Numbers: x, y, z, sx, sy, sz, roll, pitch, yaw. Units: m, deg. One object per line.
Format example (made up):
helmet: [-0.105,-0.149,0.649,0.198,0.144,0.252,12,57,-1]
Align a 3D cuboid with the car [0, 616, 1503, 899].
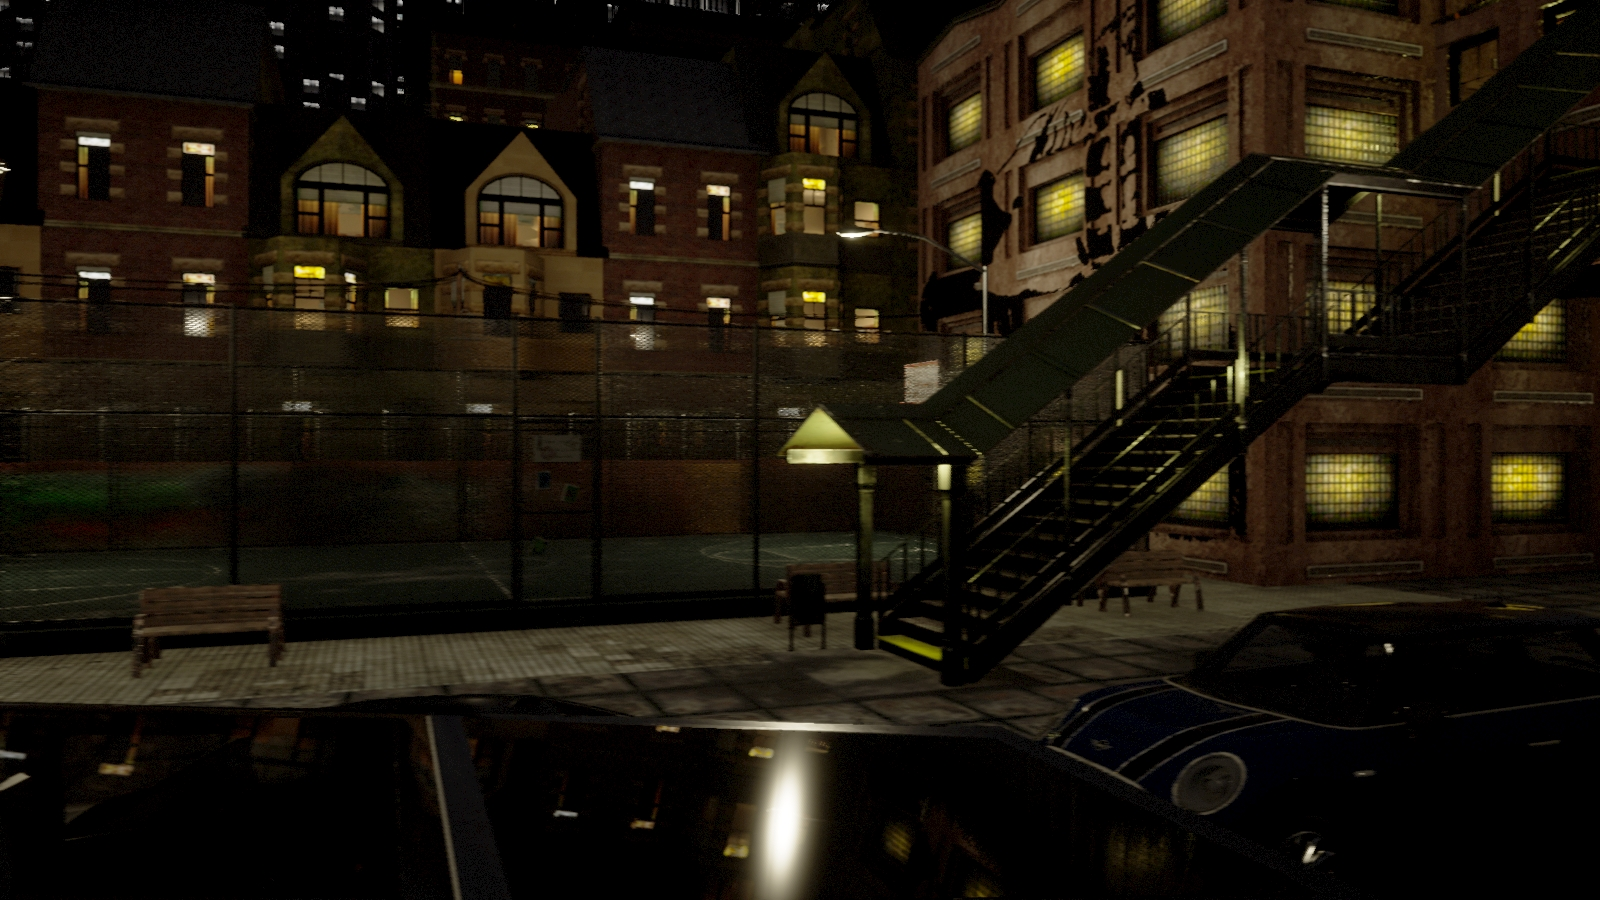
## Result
car: [-1.758,1.753,2.650,6.274,2.098,2.390,0,0,-20]
